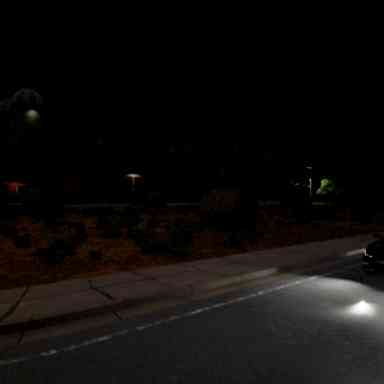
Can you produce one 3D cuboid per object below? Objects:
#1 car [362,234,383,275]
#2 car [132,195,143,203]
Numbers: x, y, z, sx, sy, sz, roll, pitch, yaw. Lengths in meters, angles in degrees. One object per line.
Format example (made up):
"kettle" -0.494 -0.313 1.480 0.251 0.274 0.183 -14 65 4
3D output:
"car" 6.889 1.683 10.009 4.892 1.490 1.837 1 -1 -41
"car" -12.391 1.686 75.901 1.905 1.878 3.866 7 2 3
